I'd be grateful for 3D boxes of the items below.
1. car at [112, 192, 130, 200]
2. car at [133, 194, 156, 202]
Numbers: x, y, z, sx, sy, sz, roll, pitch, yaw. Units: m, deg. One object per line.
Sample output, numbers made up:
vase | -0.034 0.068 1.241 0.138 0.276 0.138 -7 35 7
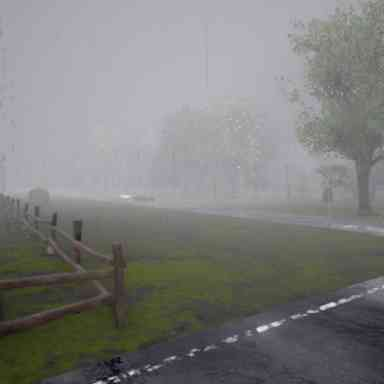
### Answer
car | -12.783 0.736 59.635 1.895 1.301 4.718 0 1 -33
car | -7.396 0.895 51.468 1.895 1.301 4.718 0 1 -33
